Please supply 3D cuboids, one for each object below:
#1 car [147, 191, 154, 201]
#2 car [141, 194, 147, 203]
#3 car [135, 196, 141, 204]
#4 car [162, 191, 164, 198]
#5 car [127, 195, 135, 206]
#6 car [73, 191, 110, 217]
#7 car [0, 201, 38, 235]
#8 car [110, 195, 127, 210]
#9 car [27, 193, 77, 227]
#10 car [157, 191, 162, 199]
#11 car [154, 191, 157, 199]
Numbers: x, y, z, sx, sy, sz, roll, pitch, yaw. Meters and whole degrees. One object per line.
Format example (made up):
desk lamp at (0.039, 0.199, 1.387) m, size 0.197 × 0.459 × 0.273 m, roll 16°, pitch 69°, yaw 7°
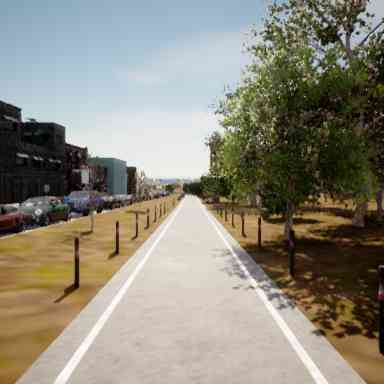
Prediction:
car at (-9.183, 1.057, 64.229) m, size 2.097 × 1.535 × 5.008 m, roll 0°, pitch 0°, yaw 2°
car at (-9.154, 1.102, 53.976) m, size 1.946 × 1.575 × 5.366 m, roll 0°, pitch 0°, yaw 2°
car at (-9.123, 1.149, 47.595) m, size 2.097 × 1.535 × 5.008 m, roll 0°, pitch 0°, yaw 2°
car at (-9.264, 1.013, 86.406) m, size 2.002 × 1.452 × 4.674 m, roll 0°, pitch 0°, yaw 0°
car at (-9.103, 1.176, 42.039) m, size 2.231 × 1.521 × 4.892 m, roll 0°, pitch 1°, yaw 2°
car at (-9.050, 0.945, 27.544) m, size 2.435 × 2.045 × 5.566 m, roll 0°, pitch 0°, yaw 2°
car at (-8.990, 1.297, 14.287) m, size 2.163 × 1.488 × 4.792 m, roll 1°, pitch 0°, yaw 2°
car at (-9.083, 1.182, 36.498) m, size 2.097 × 1.535 × 5.008 m, roll 0°, pitch 0°, yaw 2°
car at (-9.020, 1.101, 19.891) m, size 2.185 × 1.767 × 4.553 m, roll 0°, pitch 0°, yaw 2°
car at (-9.239, 0.759, 79.660) m, size 2.435 × 2.045 × 5.566 m, roll 0°, pitch 0°, yaw 0°
car at (-9.204, 1.020, 69.777) m, size 2.097 × 1.535 × 5.008 m, roll 0°, pitch 0°, yaw 2°
